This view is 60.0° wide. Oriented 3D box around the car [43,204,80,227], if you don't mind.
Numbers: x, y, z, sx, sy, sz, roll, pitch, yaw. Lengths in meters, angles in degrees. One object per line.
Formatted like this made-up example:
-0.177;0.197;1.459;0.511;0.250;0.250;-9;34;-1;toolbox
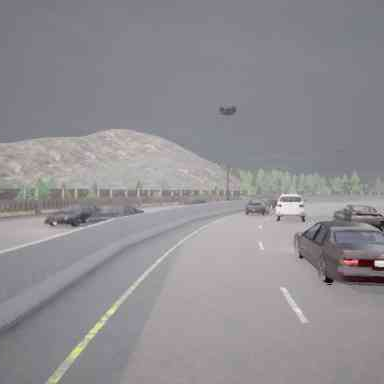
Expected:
-7.797;1.547;22.952;2.033;1.411;5.357;0;0;13;car

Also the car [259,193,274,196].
13.287;1.222;59.960;2.150;2.045;5.566;0;0;37;car

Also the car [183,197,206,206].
0.454;1.503;53.149;1.837;1.490;4.892;0;0;31;car

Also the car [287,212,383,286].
4.264;1.547;9.464;2.033;1.411;5.357;0;0;7;car

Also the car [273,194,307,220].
8.363;1.220;27.956;2.150;2.045;5.566;0;0;18;car

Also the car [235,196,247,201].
9.470;1.523;60.624;1.812;1.442;4.674;0;0;37;car

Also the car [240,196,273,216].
6.605;1.490;33.246;2.128;1.511;4.902;0;0;21;car

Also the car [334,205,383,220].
9.535;1.491;19.296;2.128;1.511;4.902;0;0;13;car

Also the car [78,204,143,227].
-4.670;1.547;20.981;2.033;1.411;5.357;0;0;12;car
